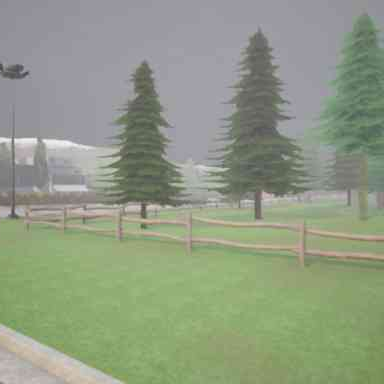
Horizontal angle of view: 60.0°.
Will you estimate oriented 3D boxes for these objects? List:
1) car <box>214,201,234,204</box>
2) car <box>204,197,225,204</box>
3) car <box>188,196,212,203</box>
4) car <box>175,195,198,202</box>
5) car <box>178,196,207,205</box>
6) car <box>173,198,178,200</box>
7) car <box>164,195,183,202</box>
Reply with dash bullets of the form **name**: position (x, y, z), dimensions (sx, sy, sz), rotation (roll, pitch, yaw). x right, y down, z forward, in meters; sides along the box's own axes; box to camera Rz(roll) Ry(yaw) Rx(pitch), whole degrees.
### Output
- **car**: position (6.843, 1.521, 62.468), dimensions (2.033, 1.411, 5.357), rotation (0, 0, 36)
- **car**: position (4.539, 1.571, 65.240), dimensions (1.895, 1.301, 4.718), rotation (0, 0, 36)
- **car**: position (1.704, 1.520, 67.294), dimensions (2.033, 1.411, 5.357), rotation (0, 0, 36)
- **car**: position (-1.112, 1.351, 69.371), dimensions (2.033, 1.411, 5.357), rotation (0, 0, 36)
- **car**: position (0.514, 1.465, 53.819), dimensions (2.128, 1.511, 4.902), rotation (0, 0, 37)
- **car**: position (-1.456, 1.534, 57.020), dimensions (1.994, 1.385, 4.181), rotation (0, 0, 37)
- **car**: position (-3.929, 1.346, 71.448), dimensions (1.994, 1.385, 4.181), rotation (0, 0, 36)
